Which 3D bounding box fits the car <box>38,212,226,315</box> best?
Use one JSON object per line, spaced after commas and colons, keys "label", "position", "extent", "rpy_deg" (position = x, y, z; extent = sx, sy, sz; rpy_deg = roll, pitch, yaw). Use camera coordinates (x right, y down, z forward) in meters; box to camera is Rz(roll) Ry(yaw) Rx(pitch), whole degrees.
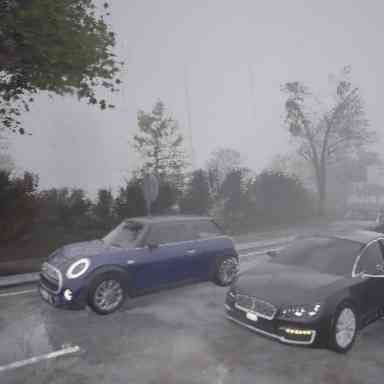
{"label": "car", "position": [-1.054, 1.382, 7.792], "extent": [4.553, 1.767, 2.097], "rpy_deg": [0, 0, -38]}

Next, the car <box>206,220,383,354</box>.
{"label": "car", "position": [2.756, 1.526, 6.294], "extent": [4.892, 1.490, 1.837], "rpy_deg": [0, 0, -39]}

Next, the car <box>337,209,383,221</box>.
{"label": "car", "position": [8.056, 1.556, 15.350], "extent": [4.902, 1.511, 2.128], "rpy_deg": [0, -1, -42]}
